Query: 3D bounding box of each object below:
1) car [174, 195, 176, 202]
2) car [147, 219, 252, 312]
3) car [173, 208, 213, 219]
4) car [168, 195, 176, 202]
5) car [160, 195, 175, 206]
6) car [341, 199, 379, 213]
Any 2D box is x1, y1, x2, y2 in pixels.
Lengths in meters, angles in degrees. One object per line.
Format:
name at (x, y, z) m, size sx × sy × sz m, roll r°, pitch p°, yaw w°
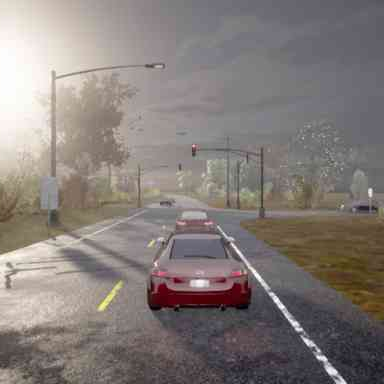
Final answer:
car at (-4.413, 1.562, 66.223) m, size 1.994 × 1.385 × 4.181 m, roll 0°, pitch 0°, yaw -1°
car at (0.102, 1.563, 7.806) m, size 1.994 × 1.385 × 4.181 m, roll 0°, pitch 0°, yaw -1°
car at (0.067, 1.524, 16.566) m, size 1.812 × 1.442 × 4.674 m, roll 0°, pitch 0°, yaw -2°
car at (-4.828, 1.477, 80.020) m, size 1.882 × 1.535 × 5.008 m, roll 0°, pitch 0°, yaw -2°
car at (-4.140, 1.598, 53.175) m, size 1.895 × 1.301 × 4.718 m, roll 0°, pitch 0°, yaw -1°
car at (19.162, 1.501, 37.010) m, size 4.902 × 1.511 × 2.128 m, roll 0°, pitch 0°, yaw 1°
